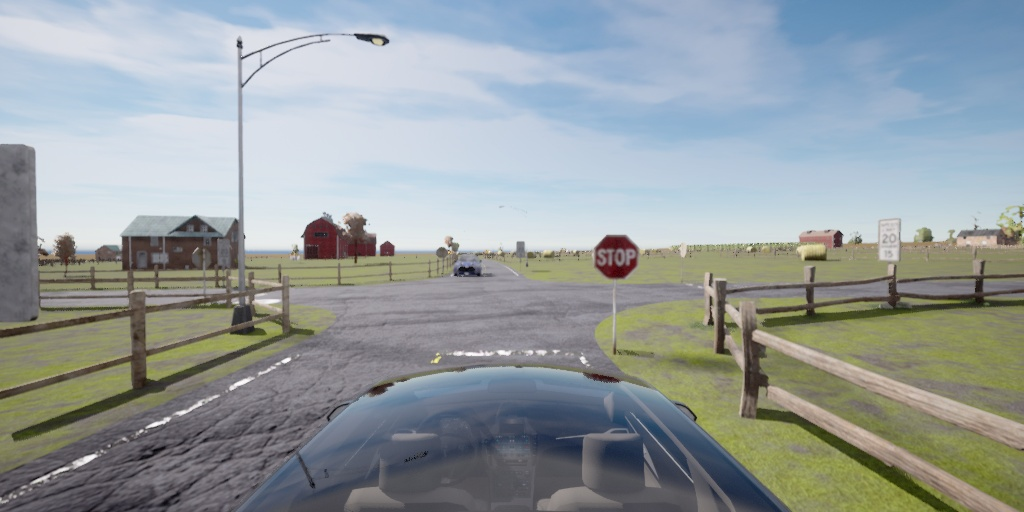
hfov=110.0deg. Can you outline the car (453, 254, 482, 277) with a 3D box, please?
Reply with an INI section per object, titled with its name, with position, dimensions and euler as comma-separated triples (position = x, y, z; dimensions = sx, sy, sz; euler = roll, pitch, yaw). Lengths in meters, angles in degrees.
[car]
position = -3.532, 0.710, 29.112
dimensions = 2.097, 1.767, 4.553
euler = 0, 0, -3
